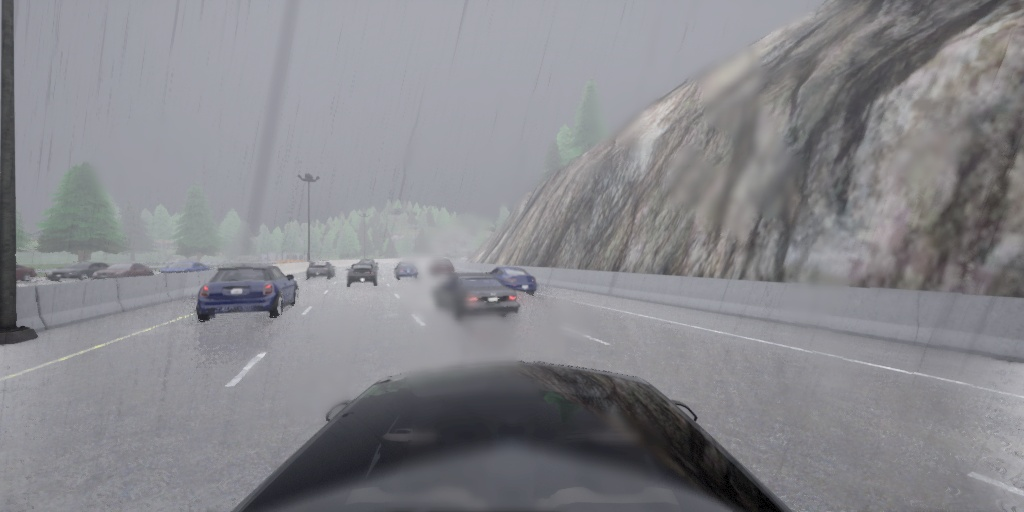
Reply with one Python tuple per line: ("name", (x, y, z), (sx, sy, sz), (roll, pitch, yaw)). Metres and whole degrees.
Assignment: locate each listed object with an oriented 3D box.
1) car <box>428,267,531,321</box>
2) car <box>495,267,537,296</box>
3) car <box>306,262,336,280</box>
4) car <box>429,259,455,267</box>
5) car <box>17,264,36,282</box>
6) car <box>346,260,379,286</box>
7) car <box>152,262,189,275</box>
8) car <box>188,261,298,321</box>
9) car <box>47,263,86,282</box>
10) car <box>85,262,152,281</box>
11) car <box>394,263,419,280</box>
("car", (-1.488, 1.297, 12.608), (2.033, 1.411, 5.357), (0, 0, -23))
("car", (-0.279, 1.275, 18.809), (1.812, 1.442, 4.674), (0, 0, -23))
("car", (-16.852, 1.240, 31.753), (2.128, 1.511, 4.902), (0, 0, -21))
("car", (-6.926, 1.102, 35.187), (2.097, 1.767, 4.553), (0, 0, -21))
("car", (-37.146, 1.227, 25.580), (1.882, 1.535, 5.008), (0, 0, -20))
("car", (-10.592, 1.255, 25.402), (1.837, 1.490, 4.892), (0, 0, -22))
("car", (-27.804, 1.227, 30.590), (1.882, 1.535, 5.008), (0, 0, -19))
("car", (-9.165, 1.102, 12.838), (2.097, 1.767, 4.553), (0, 0, -23))
("car", (-34.719, 1.256, 29.154), (1.837, 1.490, 4.892), (0, 0, -19))
("car", (-30.798, 1.275, 28.579), (1.812, 1.442, 4.674), (0, 0, -20))
("car", (-9.304, 1.297, 31.554), (2.033, 1.411, 5.357), (0, 0, -21))
